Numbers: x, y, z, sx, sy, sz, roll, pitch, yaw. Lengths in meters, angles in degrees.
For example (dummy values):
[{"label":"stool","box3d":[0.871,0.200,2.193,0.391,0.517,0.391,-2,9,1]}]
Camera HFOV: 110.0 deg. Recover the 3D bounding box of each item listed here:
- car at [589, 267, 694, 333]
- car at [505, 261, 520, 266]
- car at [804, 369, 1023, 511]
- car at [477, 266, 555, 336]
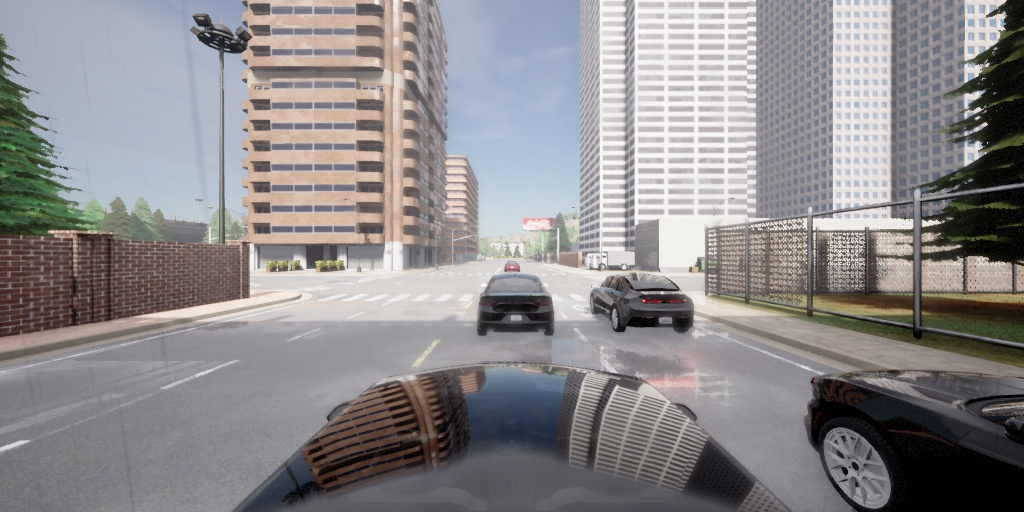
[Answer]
[{"label":"car","box3d":[3.622,1.255,10.775,1.837,1.490,4.892,0,0,1]},{"label":"car","box3d":[0.028,1.314,45.417,1.994,1.385,4.181,0,0,-1]},{"label":"car","box3d":[3.602,1.228,1.200,1.882,1.535,5.008,0,0,0]},{"label":"car","box3d":[0.087,1.228,10.452,1.882,1.535,5.008,0,0,0]}]
